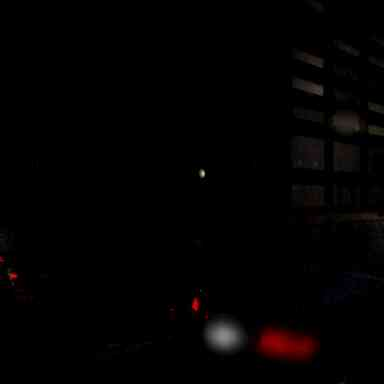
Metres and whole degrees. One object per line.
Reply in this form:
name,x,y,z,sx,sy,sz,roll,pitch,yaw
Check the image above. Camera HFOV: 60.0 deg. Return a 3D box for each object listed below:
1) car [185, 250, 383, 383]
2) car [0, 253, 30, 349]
car,1.978,1.587,4.872,4.181,1.385,1.994,0,0,-36
car,-4.706,1.345,4.309,4.553,1.767,2.097,0,0,-36
